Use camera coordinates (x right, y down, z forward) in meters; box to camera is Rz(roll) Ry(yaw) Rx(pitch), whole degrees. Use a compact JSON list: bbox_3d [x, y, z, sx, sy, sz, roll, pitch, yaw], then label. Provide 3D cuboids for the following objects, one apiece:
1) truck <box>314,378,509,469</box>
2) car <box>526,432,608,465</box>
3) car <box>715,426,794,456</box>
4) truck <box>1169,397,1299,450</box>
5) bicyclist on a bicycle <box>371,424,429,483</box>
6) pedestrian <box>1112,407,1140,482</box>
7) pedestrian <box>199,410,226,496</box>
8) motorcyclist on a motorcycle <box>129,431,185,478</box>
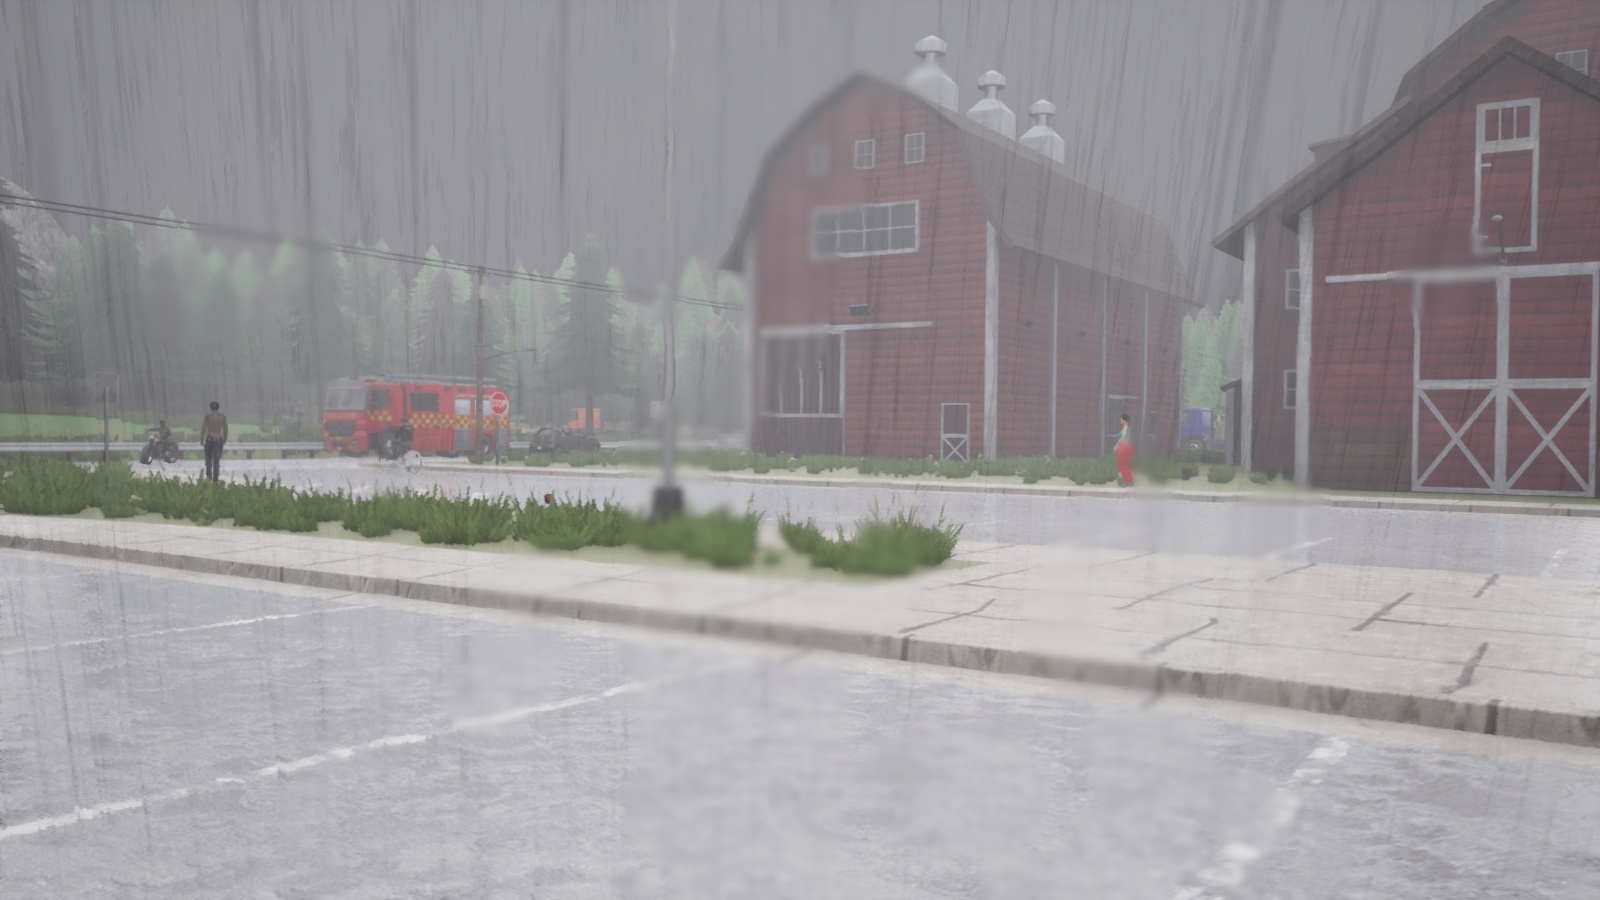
[{"bbox_3d":[-17.455,-1.195,57.042,2.891,3.827,8.468,0,1,34],"label":"truck"},{"bbox_3d":[-11.125,-0.106,60.156,1.845,1.501,3.633,0,1,34],"label":"car"},{"bbox_3d":[-2.596,-0.524,72.758,2.242,1.667,4.611,0,1,34],"label":"car"},{"bbox_3d":[29.687,-1.794,86.083,7.936,3.462,2.891,0,1,33],"label":"truck"},{"bbox_3d":[-12.208,0.093,38.334,1.843,1.776,0.659,1,1,33],"label":"bicyclist on a bicycle"},{"bbox_3d":[8.039,-0.140,30.968,0.594,1.836,0.345,0,1,32],"label":"pedestrian"},{"bbox_3d":[-12.629,0.055,26.991,0.328,1.805,0.869,-1,1,-36],"label":"pedestrian"},{"bbox_3d":[-23.179,0.137,45.332,0.766,1.649,2.350,1,1,2],"label":"motorcyclist on a motorcycle"}]
